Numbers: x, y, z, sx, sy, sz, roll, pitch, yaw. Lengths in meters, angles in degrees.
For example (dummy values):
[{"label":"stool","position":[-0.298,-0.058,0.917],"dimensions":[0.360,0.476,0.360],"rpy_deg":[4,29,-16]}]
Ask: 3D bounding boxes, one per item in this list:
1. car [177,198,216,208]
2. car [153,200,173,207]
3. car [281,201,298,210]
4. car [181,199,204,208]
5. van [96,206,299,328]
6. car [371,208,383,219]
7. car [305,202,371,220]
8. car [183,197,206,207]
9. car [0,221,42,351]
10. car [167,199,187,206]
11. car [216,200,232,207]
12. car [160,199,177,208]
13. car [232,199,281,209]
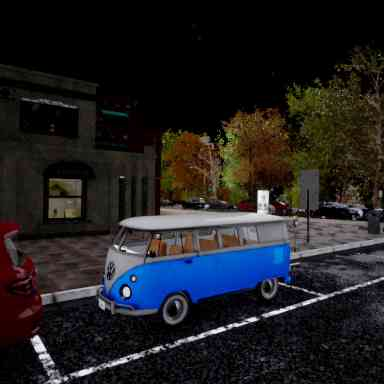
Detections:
[{"label":"car","position":[0.518,1.792,45.286],"dimensions":[2.128,1.511,4.902],"rpy_deg":[1,-1,-34]},{"label":"car","position":[-5.783,2.204,66.330],"dimensions":[1.895,1.301,4.718],"rpy_deg":[1,-1,-34]},{"label":"car","position":[9.750,1.751,37.434],"dimensions":[1.812,1.442,4.674],"rpy_deg":[1,-1,-34]},{"label":"car","position":[0.008,2.024,57.833],"dimensions":[1.812,1.442,4.674],"rpy_deg":[1,-1,-34]},{"label":"van","position":[0.225,1.342,6.716],"dimensions":[3.998,1.788,1.690],"rpy_deg":[0,1,-35]},{"label":"car","position":[14.832,1.733,29.929],"dimensions":[1.895,1.301,4.718],"rpy_deg":[1,-1,-34]},{"label":"car","position":[11.993,1.583,28.306],"dimensions":[2.128,1.511,4.902],"rpy_deg":[1,-1,-34]},{"label":"car","position":[0.443,1.935,63.013],"dimensions":[2.097,1.767,4.553],"rpy_deg":[1,-1,-34]},{"label":"car","position":[-4.282,1.315,3.491],"dimensions":[5.009,1.841,2.192],"rpy_deg":[0,1,-35]},{"label":"car","position":[-3.075,2.171,68.129],"dimensions":[1.812,1.442,4.674],"rpy_deg":[1,-1,-34]},{"label":"car","position":[3.735,1.882,46.317],"dimensions":[2.033,1.411,5.357],"rpy_deg":[1,-1,-34]},{"label":"car","position":[-5.183,2.048,59.652],"dimensions":[2.033,1.411,5.357],"rpy_deg":[1,-1,-34]},{"label":"car","position":[6.849,1.538,35.928],"dimensions":[2.097,1.767,4.553],"rpy_deg":[1,-1,-34]}]
